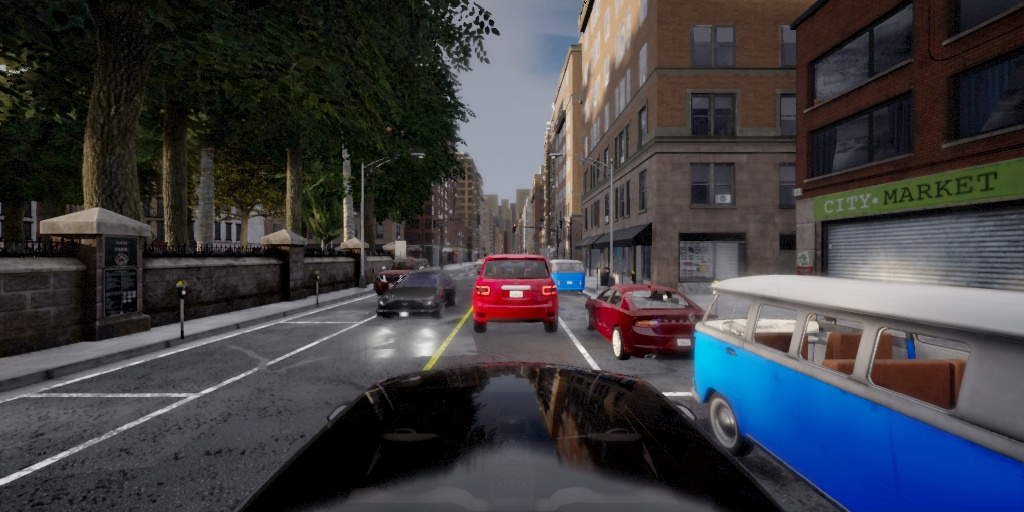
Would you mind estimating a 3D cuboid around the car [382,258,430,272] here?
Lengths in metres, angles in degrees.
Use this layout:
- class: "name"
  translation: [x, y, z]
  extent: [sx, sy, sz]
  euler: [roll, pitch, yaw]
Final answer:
- class: "car"
  translation: [-5.685, 1.059, 19.446]
  extent: [2.192, 1.841, 5.009]
  euler: [0, 0, 0]

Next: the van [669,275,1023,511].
- class: "van"
  translation: [2.856, 1.091, 2.512]
  extent: [1.690, 1.789, 3.998]
  euler: [0, 0, 0]

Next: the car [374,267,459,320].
- class: "car"
  translation: [-3.108, 1.295, 12.991]
  extent: [2.033, 1.411, 5.357]
  euler: [0, 0, 0]

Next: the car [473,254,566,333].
- class: "car"
  translation: [0.088, 0.970, 10.929]
  extent: [2.150, 2.045, 5.566]
  euler: [0, 0, 0]

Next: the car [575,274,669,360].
- class: "car"
  translation: [2.850, 1.294, 8.173]
  extent: [1.888, 1.381, 4.507]
  euler: [0, 0, 0]

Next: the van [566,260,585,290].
- class: "van"
  translation: [2.839, 1.085, 19.494]
  extent: [1.690, 1.789, 3.998]
  euler: [0, 0, 0]
